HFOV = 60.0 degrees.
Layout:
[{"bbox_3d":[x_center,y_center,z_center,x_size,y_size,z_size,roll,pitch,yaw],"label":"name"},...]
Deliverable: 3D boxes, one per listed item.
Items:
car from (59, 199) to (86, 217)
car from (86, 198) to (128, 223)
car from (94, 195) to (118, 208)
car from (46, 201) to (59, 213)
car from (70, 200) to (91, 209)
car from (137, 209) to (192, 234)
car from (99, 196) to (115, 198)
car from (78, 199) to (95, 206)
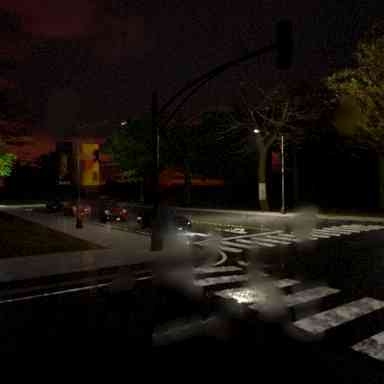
[{"bbox_3d":[-13.112,1.816,37.810,2.097,1.767,4.553,-1,0,-35],"label":"car"},{"bbox_3d":[-7.506,1.721,29.788,2.097,1.767,4.553,-1,0,-35],"label":"car"},{"bbox_3d":[-15.048,1.661,57.909,2.150,2.045,5.566,-1,0,-35],"label":"car"},{"bbox_3d":[-18.866,2.039,46.116,1.882,1.535,5.008,-1,0,-35],"label":"car"},{"bbox_3d":[-19.667,2.085,58.679,2.033,1.411,5.357,-1,0,-35],"label":"car"},{"bbox_3d":[-2.011,1.823,22.034,2.033,1.411,5.357,-1,0,-29],"label":"car"},{"bbox_3d":[-13.808,1.789,50.366,2.097,1.767,4.553,-1,0,-35],"label":"car"},{"bbox_3d":[-21.162,2.108,66.657,1.994,1.385,4.181,-1,0,-35],"label":"car"}]
